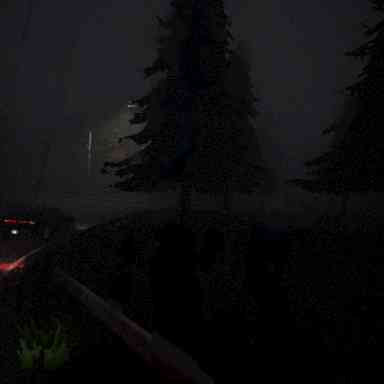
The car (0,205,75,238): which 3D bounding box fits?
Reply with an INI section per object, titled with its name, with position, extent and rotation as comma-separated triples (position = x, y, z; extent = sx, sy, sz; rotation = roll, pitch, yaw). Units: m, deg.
[car]
position = -7.394, 1.408, 16.484
extent = 1.837, 1.490, 4.892
rotation = 4, 1, 2
